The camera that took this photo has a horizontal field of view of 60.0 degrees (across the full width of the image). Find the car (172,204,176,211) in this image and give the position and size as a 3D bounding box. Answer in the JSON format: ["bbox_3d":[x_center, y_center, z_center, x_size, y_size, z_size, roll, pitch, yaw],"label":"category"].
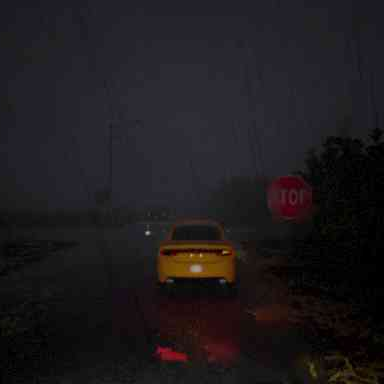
[{"bbox_3d":[-3.213,2.239,44.451,1.882,1.535,5.008,0,-1,0],"label":"car"}]

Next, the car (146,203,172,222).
[{"bbox_3d":[-3.212,2.047,32.267,1.812,1.442,4.674,0,-1,0],"label":"car"}]

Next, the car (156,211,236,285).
[{"bbox_3d":[0.126,1.529,9.630,1.882,1.535,5.008,0,-1,1],"label":"car"}]
